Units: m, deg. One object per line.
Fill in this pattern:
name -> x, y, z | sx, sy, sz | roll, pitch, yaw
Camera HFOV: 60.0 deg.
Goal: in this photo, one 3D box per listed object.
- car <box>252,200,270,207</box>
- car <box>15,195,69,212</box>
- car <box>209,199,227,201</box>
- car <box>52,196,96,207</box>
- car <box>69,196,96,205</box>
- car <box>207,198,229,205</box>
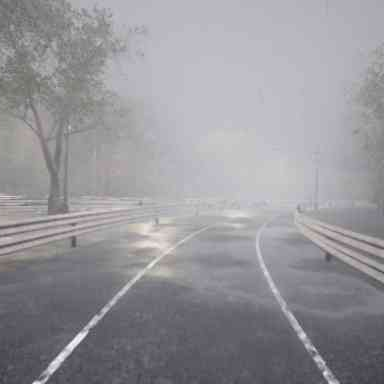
car -> 15.041, 2.461, 71.889 | 2.033, 1.411, 5.357 | 2, 0, 40
car -> -15.830, 1.084, 34.751 | 2.097, 1.767, 4.553 | 2, 0, 40
car -> 5.924, 2.071, 66.394 | 1.882, 1.535, 5.008 | 2, 0, 40
car -> -16.062, 1.291, 45.426 | 2.033, 1.411, 5.357 | 2, 0, 40
car -> -14.651, 1.337, 41.650 | 2.033, 1.411, 5.357 | 2, 0, 40
car -> 5.685, 2.121, 71.580 | 2.033, 1.411, 5.357 | 2, 0, 40
